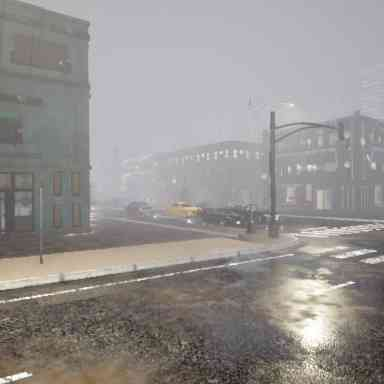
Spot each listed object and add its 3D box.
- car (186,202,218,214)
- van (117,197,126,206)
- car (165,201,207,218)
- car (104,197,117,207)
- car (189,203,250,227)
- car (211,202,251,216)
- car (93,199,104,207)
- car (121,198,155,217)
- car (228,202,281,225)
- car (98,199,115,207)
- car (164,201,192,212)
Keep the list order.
[{"bbox_3d":[1.150,1.903,41.494,1.802,1.307,4.206,-1,0,-35],"label":"car"},{"bbox_3d":[-11.424,1.907,59.721,1.690,1.788,3.998,-1,0,-35],"label":"van"},{"bbox_3d":[-0.917,1.803,34.305,1.882,1.535,5.008,-1,0,-34],"label":"car"},{"bbox_3d":[-14.566,1.940,64.278,2.192,1.841,5.009,-1,0,-35],"label":"car"},{"bbox_3d":[2.028,1.814,25.242,1.947,1.339,4.313,-1,0,-35],"label":"car"},{"bbox_3d":[4.291,1.809,36.937,2.008,1.369,4.403,-2,0,-35],"label":"car"},{"bbox_3d":[-19.488,2.189,66.864,2.128,1.511,4.902,-1,0,-35],"label":"car"},{"bbox_3d":[-5.752,1.846,36.735,1.967,1.590,4.097,-1,0,-35],"label":"car"},{"bbox_3d":[4.769,1.702,26.075,2.128,1.511,4.902,-1,0,-33],"label":"car"},{"bbox_3d":[-17.703,2.227,68.835,1.887,1.381,4.507,-1,0,-35],"label":"car"},{"bbox_3d":[-1.991,1.966,46.050,1.802,1.307,4.206,-1,0,-35],"label":"car"}]
